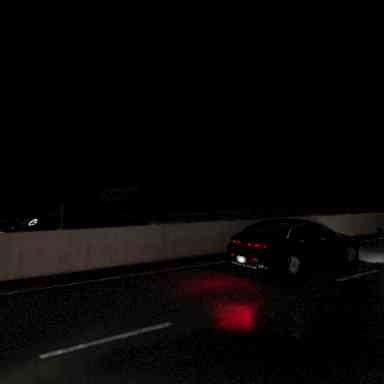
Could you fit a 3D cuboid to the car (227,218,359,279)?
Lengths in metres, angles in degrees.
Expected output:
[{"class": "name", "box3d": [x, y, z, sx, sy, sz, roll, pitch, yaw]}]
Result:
[{"class": "car", "box3d": [3.306, 1.594, 10.406, 4.892, 1.490, 1.837, 1, 0, -36]}]

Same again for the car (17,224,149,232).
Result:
[{"class": "car", "box3d": [-4.332, 1.593, 13.802, 5.357, 1.411, 2.033, 1, 0, -36]}]
